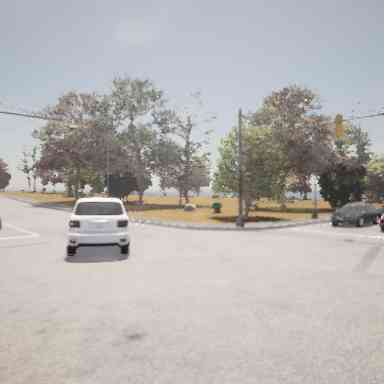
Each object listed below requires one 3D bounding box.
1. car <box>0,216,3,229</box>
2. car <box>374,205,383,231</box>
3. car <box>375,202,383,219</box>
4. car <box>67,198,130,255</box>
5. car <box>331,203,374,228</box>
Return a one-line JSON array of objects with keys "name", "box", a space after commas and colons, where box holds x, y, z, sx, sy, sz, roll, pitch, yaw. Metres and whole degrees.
[{"name": "car", "box": [-13.154, 1.569, 20.505, 1.994, 1.385, 4.181, 0, 1, -41]}, {"name": "car", "box": [12.796, 1.379, 19.512, 4.553, 1.767, 2.097, 0, 0, -43]}, {"name": "car", "box": [17.832, 1.606, 29.109, 4.181, 1.385, 1.994, 0, 0, -44]}, {"name": "car", "box": [-3.789, 1.254, 13.685, 2.150, 2.045, 5.566, 1, 0, -15]}, {"name": "car", "box": [11.367, 1.541, 22.986, 4.892, 1.490, 1.837, 0, 0, -43]}]
